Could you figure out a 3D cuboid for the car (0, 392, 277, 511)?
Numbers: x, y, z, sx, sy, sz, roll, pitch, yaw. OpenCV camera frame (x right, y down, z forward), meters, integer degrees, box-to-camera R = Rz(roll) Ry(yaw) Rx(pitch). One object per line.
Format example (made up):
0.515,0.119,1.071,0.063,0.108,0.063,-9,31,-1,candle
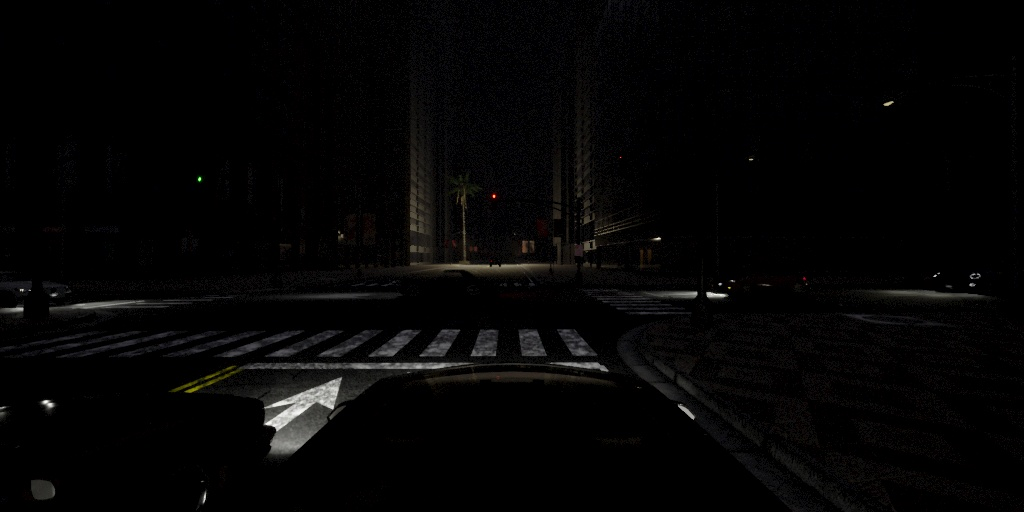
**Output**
-3.176,1.297,0.730,2.033,1.411,5.357,0,0,4,car

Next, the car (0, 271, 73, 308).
-21.380,1.353,14.950,4.674,1.442,1.812,0,0,1,car

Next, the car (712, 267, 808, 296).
12.862,1.279,18.749,4.181,1.385,1.994,0,0,-1,car

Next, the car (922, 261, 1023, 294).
25.300,1.030,18.965,4.553,1.767,2.097,0,0,-1,car

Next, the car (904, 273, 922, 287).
26.423,1.275,21.739,4.207,1.307,1.802,0,0,-1,car

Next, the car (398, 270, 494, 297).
-3.290,1.368,18.394,4.718,1.301,1.895,0,0,-2,car
